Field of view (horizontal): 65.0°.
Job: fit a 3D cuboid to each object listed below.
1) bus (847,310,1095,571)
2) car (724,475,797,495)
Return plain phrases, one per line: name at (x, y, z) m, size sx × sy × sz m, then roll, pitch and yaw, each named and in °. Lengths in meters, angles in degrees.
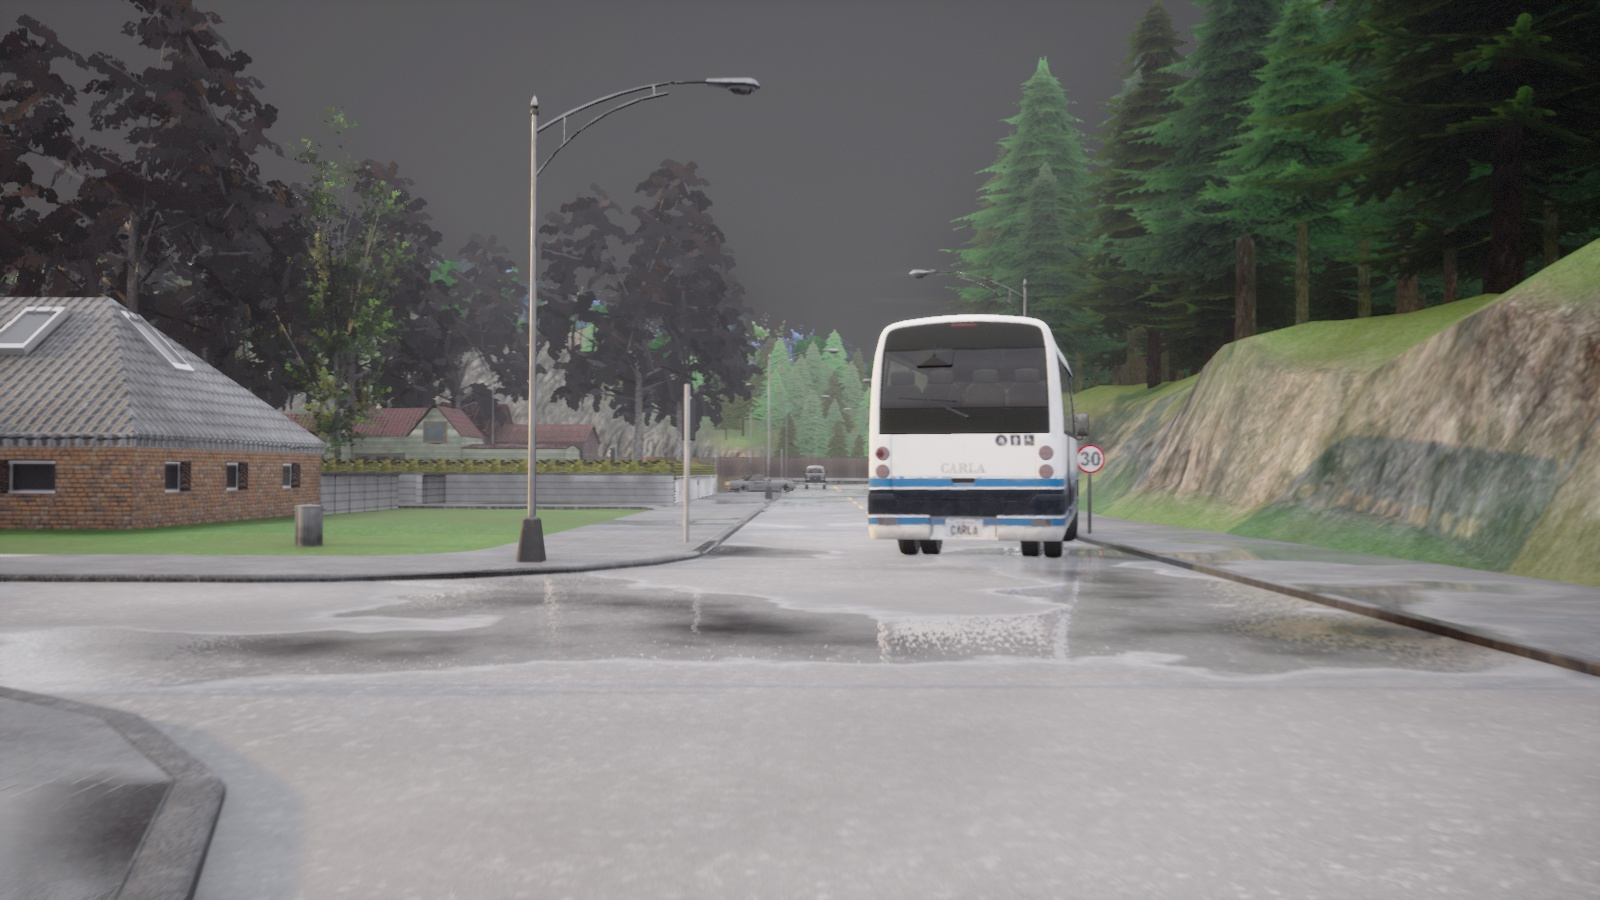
bus at (3.965, -0.128, 25.888) m, size 3.944 × 4.253 × 10.273 m, roll -1°, pitch 0°, yaw 14°
car at (-2.700, 2.367, 86.082) m, size 4.718 × 1.301 × 1.895 m, roll 0°, pitch -1°, yaw -15°
